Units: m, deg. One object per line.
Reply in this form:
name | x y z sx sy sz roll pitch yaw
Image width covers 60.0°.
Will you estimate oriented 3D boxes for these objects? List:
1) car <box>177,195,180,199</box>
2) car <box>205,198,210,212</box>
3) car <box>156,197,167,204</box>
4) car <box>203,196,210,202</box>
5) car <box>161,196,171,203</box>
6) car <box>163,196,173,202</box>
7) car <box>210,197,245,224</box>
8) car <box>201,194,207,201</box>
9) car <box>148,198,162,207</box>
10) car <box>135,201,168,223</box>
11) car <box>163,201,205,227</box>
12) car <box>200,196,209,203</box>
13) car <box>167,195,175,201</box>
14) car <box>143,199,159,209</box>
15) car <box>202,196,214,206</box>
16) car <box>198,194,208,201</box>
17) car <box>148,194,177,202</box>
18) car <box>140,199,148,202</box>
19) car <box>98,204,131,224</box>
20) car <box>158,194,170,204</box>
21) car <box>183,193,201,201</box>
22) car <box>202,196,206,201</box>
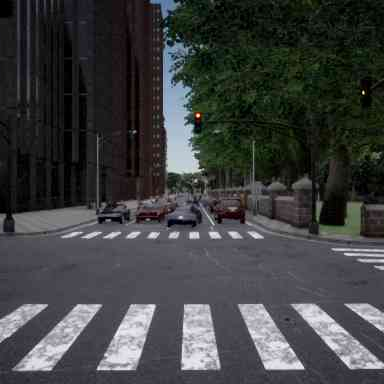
car | -3.071 1.538 45.721 1.837 1.490 4.892 0 0 0
car | 2.778 1.588 35.968 1.947 1.339 4.313 0 0 0
car | -5.736 1.635 63.249 1.802 1.307 4.206 0 0 0
car | 2.780 1.579 41.424 2.008 1.369 4.403 0 0 0
car | -5.732 1.612 74.163 1.887 1.381 4.507 0 0 0
car | -5.729 1.620 79.620 1.887 1.381 4.507 0 0 0
car | 2.773 1.326 25.056 2.192 1.841 5.009 0 0 0
car | 2.785 1.481 52.338 1.967 1.590 4.097 0 0 0
car | -5.741 1.623 52.335 1.802 1.307 4.206 0 0 0
car | -3.089 1.612 25.495 1.895 1.301 4.718 0 0 0
car | -0.439 1.572 22.762 1.994 1.385 4.181 0 0 7
car | 2.794 1.593 74.334 1.752 1.417 4.829 0 0 0
car | -5.725 1.534 90.534 1.967 1.590 4.097 0 0 0
car | -5.743 1.617 46.878 1.802 1.307 4.206 0 0 0
car | 2.787 1.487 57.794 1.967 1.590 4.097 0 0 0
car | 2.798 1.400 85.077 2.192 1.841 5.009 0 0 0
car | -3.083 1.374 35.488 2.097 1.767 4.553 0 0 1
car | -5.745 1.579 41.420 2.008 1.369 4.403 0 0 0
car | -5.752 1.577 25.050 1.947 1.339 4.313 0 0 0
car | -5.734 1.375 68.706 2.192 1.841 5.009 0 0 0
car | 0.077 1.396 55.357 2.097 1.767 4.553 0 0 0
car | 2.782 1.585 46.881 2.008 1.369 4.403 0 0 0
